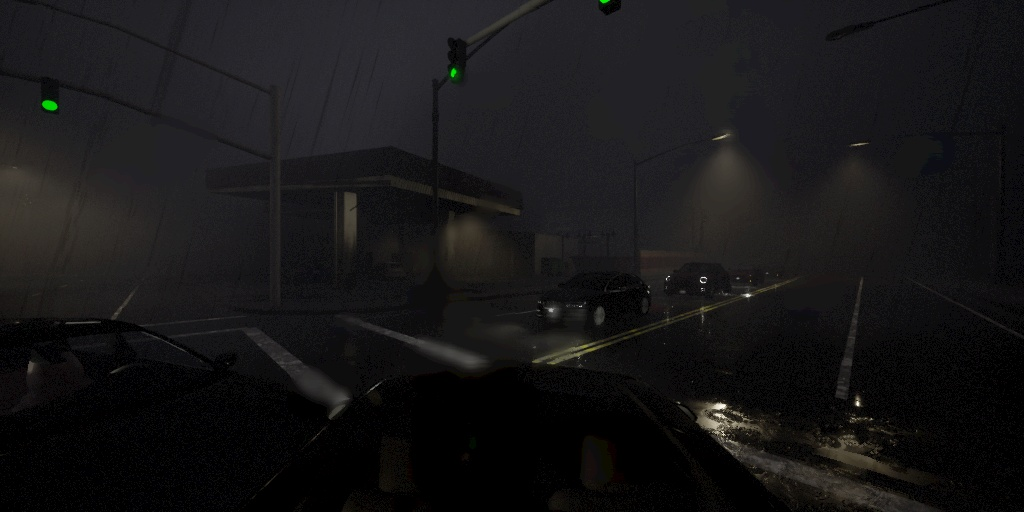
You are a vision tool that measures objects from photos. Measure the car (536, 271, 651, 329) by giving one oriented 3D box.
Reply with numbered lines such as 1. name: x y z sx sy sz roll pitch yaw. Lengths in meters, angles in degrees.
1. car: 2.790 1.255 11.500 1.837 1.490 4.892 0 0 44

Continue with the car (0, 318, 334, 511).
1. car: -3.440 1.242 2.432 4.902 1.511 2.128 0 0 14

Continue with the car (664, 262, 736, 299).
1. car: 9.575 1.102 18.400 2.097 1.767 4.553 0 0 45

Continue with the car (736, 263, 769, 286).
1. car: 16.446 1.314 25.365 1.994 1.385 4.181 0 0 44

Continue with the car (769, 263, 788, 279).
1. car: 23.524 1.314 32.475 4.181 1.385 1.994 0 0 -45
